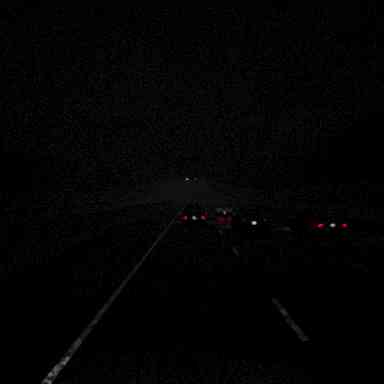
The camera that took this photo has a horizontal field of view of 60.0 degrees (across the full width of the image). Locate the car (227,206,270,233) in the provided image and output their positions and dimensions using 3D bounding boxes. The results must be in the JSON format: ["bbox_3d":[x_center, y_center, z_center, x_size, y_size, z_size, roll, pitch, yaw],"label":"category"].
[{"bbox_3d":[3.643,1.813,21.461,1.994,1.385,4.181,0,-1,0],"label":"car"}]

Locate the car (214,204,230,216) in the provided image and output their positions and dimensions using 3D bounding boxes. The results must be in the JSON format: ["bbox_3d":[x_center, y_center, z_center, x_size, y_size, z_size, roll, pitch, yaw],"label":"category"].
[{"bbox_3d":[3.681,2.108,39.660,1.895,1.301,4.718,0,-1,0],"label":"car"}]

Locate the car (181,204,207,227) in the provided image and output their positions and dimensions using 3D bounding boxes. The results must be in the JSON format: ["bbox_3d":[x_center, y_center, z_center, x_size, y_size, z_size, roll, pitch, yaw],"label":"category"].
[{"bbox_3d":[0.147,1.842,25.099,2.033,1.411,5.357,0,-1,0],"label":"car"}]

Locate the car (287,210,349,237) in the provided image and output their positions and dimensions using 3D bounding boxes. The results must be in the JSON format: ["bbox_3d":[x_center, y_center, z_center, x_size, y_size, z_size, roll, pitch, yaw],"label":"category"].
[{"bbox_3d":[7.138,1.771,19.345,2.033,1.411,5.357,0,-1,0],"label":"car"}]
